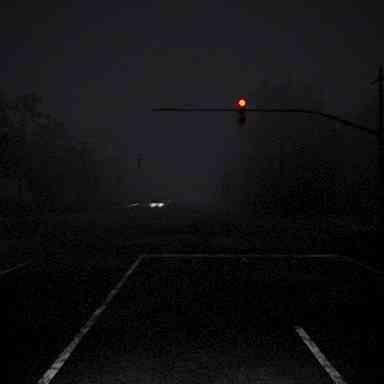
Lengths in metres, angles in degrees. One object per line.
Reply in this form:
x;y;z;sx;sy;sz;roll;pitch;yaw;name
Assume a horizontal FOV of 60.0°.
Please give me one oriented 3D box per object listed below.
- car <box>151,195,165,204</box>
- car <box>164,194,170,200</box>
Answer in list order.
-7.000;1.597;66.361;1.895;1.301;4.718;0;0;0;car
-7.000;1.355;89.377;2.097;1.767;4.553;0;0;0;car
